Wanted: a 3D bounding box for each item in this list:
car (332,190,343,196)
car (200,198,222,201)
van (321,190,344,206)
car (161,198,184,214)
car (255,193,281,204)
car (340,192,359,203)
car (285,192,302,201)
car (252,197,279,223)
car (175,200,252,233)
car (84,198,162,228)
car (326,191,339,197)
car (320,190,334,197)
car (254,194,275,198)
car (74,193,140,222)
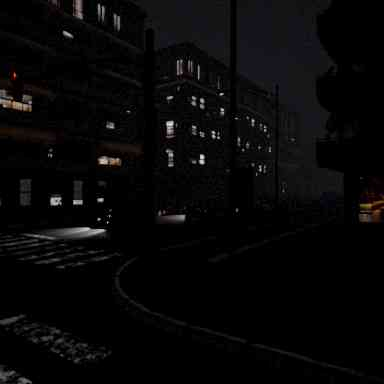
[{"bbox_3d":[36.014,0.272,82.164,1.802,1.307,4.206,2,2,35],"label":"car"},{"bbox_3d":[1.637,1.186,28.588,1.994,1.385,4.181,0,1,35],"label":"car"},{"bbox_3d":[17.289,0.729,40.820,1.690,1.788,3.998,1,2,35],"label":"van"},{"bbox_3d":[-2.339,1.196,27.415,1.887,1.381,4.507,2,2,35],"label":"car"},{"bbox_3d":[10.446,0.896,45.664,1.947,1.339,4.313,2,2,35],"label":"car"},{"bbox_3d":[23.679,0.772,49.949,1.887,1.381,4.507,1,2,35],"label":"car"},{"bbox_3d":[16.837,0.735,54.789,1.947,1.339,4.313,2,2,35],"label":"car"},{"bbox_3d":[4.502,1.291,22.575,1.802,1.307,4.206,1,2,35],"label":"car"},{"bbox_3d":[1.306,1.356,18.013,1.947,1.339,4.313,1,2,35],"label":"car"},{"bbox_3d":[-4.108,1.331,20.398,1.994,1.385,4.181,0,1,35],"label":"car"},{"bbox_3d":[32.818,0.351,77.601,1.802,1.307,4.206,2,2,35],"label":"car"},{"bbox_3d":[29.622,0.394,73.039,1.887,1.381,4.507,2,2,35],"label":"car"},{"bbox_3d":[7.956,0.955,37.598,2.128,1.511,4.902,0,1,35],"label":"car"},{"bbox_3d":[-5.533,1.047,22.846,2.192,1.841,5.009,2,2,35],"label":"car"}]
